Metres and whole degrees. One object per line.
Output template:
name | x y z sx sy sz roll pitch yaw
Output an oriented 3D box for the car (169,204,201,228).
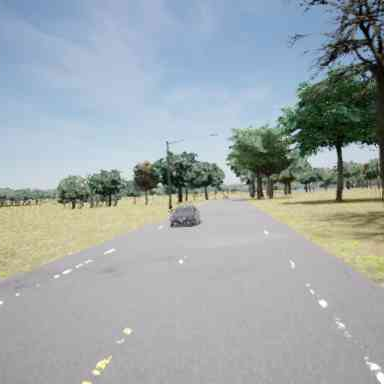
car | -0.450 1.726 24.821 1.837 1.490 4.892 -3 -1 7
